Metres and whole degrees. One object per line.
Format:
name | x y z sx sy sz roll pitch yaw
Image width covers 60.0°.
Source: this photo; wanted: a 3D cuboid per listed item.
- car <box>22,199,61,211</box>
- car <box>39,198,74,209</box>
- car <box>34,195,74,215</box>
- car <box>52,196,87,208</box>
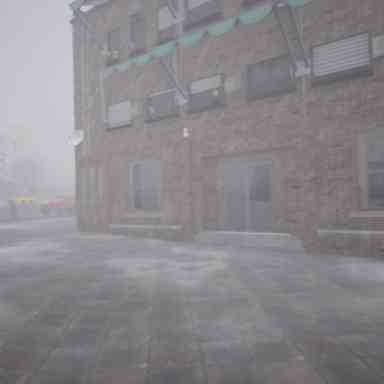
car | -21.455 1.843 47.339 4.892 1.521 2.231 -2 2 24
car | -20.341 1.747 49.896 4.674 1.452 2.002 -2 2 24
car | -13.426 1.433 34.968 5.566 2.045 2.435 -2 1 24
car | -19.275 1.578 52.338 4.892 1.521 2.231 -2 2 24
